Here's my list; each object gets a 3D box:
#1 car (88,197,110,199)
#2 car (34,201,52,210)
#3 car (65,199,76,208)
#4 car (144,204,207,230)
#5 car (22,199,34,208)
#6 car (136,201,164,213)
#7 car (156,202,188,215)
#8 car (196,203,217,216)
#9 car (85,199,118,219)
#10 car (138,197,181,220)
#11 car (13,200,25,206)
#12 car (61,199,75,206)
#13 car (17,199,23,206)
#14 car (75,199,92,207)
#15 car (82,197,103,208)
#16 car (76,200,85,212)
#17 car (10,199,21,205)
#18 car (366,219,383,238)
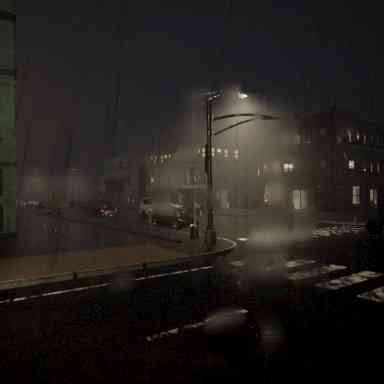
[{"bbox_3d":[-15.380,2.032,53.166,1.882,1.535,5.008,-1,0,-35],"label":"car"},{"bbox_3d":[-25.218,2.233,56.959,1.752,1.417,4.829,-1,0,-36],"label":"car"},{"bbox_3d":[-21.440,2.230,61.646,1.994,1.385,4.181,-1,0,-36],"label":"car"},{"bbox_3d":[-1.250,1.815,23.224,1.947,1.339,4.313,-2,0,-36],"label":"car"},{"bbox_3d":[-31.754,2.376,66.104,2.008,1.369,4.403,-1,0,-36],"label":"car"},{"bbox_3d":[-5.623,1.966,43.961,1.802,1.307,4.206,-2,0,-36],"label":"car"},{"bbox_3d":[-2.405,1.904,39.459,1.802,1.307,4.206,-2,0,-36],"label":"car"},{"bbox_3d":[0.813,1.810,34.955,2.008,1.369,4.403,-2,0,-36],"label":"car"},{"bbox_3d":[-9.224,1.847,34.583,1.967,1.590,4.097,-1,0,-36],"label":"car"},{"bbox_3d":[-2.763,1.519,30.013,2.150,2.045,5.566,-1,-1,-36],"label":"car"},{"bbox_3d":[-41.411,2.548,79.613,2.008,1.369,4.403,-1,0,-36],"label":"car"},{"bbox_3d":[-28.156,2.364,75.482,1.947,1.339,4.313,-1,0,-36],"label":"car"},{"bbox_3d":[-38.194,2.380,75.109,1.967,1.590,4.097,-1,0,-36],"label":"car"},{"bbox_3d":[-21.719,2.228,66.475,1.887,1.381,4.507,-1,0,-36],"label":"car"},{"bbox_3d":[-18.505,1.940,61.972,2.192,1.841,5.009,-1,0,-36],"label":"car"},{"bbox_3d":[-13.707,2.055,45.374,2.033,1.411,5.357,-1,0,-35],"label":"car"},{"bbox_3d":[-44.629,2.598,84.115,1.887,1.381,4.507,-1,0,-36],"label":"car"},{"bbox_3d":[10.455,1.592,14.848,4.718,1.301,1.895,0,0,31],"label":"car"}]
